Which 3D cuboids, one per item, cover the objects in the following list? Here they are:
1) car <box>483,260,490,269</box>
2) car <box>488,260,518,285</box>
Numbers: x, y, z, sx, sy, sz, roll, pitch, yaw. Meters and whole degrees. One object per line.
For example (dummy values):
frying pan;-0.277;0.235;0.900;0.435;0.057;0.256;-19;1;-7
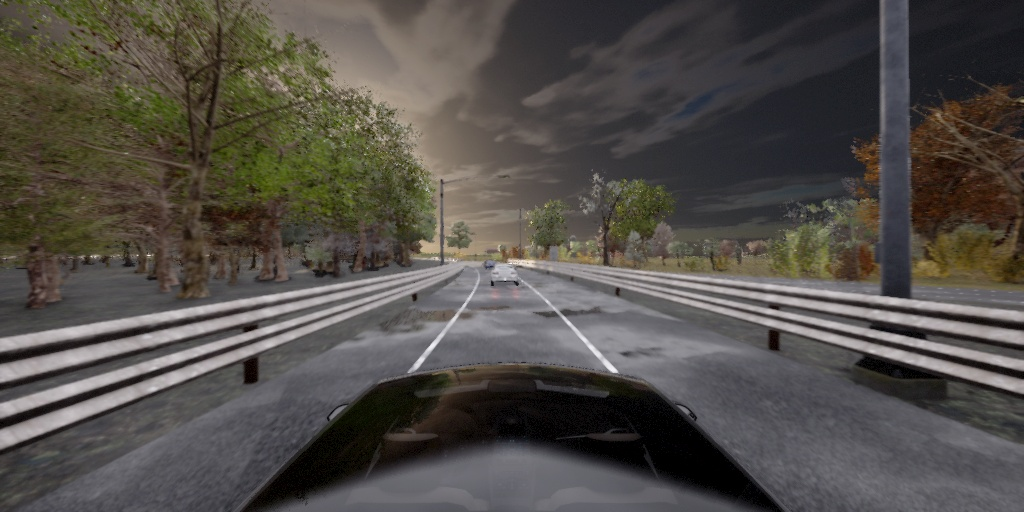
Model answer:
car;-3.372;1.268;54.148;2.033;1.411;5.357;0;0;-9
car;-0.621;1.273;25.841;1.812;1.442;4.674;0;0;-4
